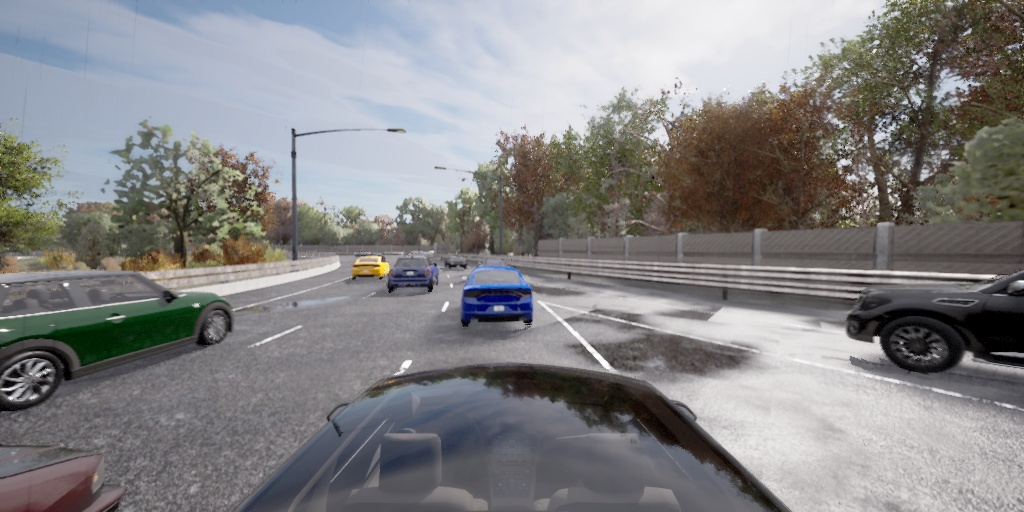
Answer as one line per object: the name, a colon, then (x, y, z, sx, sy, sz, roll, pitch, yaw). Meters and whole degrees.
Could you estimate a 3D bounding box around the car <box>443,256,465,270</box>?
car: (-5.911, 0.676, 36.959, 1.895, 1.301, 4.718, 0, 1, -18)

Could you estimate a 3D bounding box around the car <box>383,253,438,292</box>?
car: (-4.970, 0.781, 18.502, 2.097, 1.767, 4.553, 0, 1, -8)

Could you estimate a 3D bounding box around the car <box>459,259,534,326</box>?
car: (-0.534, 1.049, 11.006, 1.882, 1.535, 5.008, 0, 1, -5)

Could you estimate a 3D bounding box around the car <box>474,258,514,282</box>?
car: (-1.346, 0.870, 24.803, 1.994, 1.385, 4.181, 0, 1, -14)

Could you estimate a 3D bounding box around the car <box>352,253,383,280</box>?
car: (-9.779, 0.784, 25.002, 1.882, 1.535, 5.008, 0, 1, -13)

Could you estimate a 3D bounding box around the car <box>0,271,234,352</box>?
car: (-7.169, 1.022, 6.065, 2.097, 1.767, 4.553, 0, 1, -3)

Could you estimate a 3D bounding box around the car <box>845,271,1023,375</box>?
car: (8.410, 0.905, 4.897, 2.150, 2.045, 5.566, -1, 1, -33)

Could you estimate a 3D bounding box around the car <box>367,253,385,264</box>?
car: (-19.082, 0.331, 50.259, 1.837, 1.490, 4.892, 0, 1, -27)
